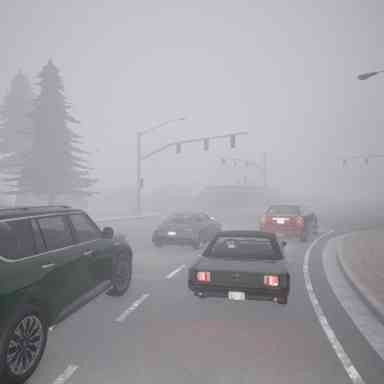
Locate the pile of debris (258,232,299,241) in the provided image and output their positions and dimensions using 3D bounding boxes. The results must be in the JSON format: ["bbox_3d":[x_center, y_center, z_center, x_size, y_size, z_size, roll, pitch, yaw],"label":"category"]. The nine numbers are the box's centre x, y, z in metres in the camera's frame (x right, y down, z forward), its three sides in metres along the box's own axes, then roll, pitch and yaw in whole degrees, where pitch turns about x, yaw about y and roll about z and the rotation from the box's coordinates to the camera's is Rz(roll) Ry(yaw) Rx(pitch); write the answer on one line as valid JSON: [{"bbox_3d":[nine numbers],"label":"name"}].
[{"bbox_3d":[4.248,2.141,16.199,1.500,0.140,1.860,0,0,29],"label":"pile of debris"}]

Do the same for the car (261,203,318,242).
[{"bbox_3d":[4.868,1.316,16.437,2.097,1.767,4.553,0,0,28],"label":"car"}]

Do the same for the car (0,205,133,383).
[{"bbox_3d":[-2.774,1.222,5.591,2.150,2.045,5.566,0,0,8],"label":"car"}]

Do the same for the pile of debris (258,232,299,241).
[{"bbox_3d":[4.248,2.141,16.199,1.500,0.140,1.860,0,0,29],"label":"pile of debris"}]

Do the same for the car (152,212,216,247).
[{"bbox_3d":[-0.070,1.543,14.540,1.994,1.385,4.181,0,0,20],"label":"car"}]

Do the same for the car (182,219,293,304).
[{"bbox_3d":[1.355,1.587,8.176,1.895,1.301,4.718,0,0,14],"label":"car"}]
